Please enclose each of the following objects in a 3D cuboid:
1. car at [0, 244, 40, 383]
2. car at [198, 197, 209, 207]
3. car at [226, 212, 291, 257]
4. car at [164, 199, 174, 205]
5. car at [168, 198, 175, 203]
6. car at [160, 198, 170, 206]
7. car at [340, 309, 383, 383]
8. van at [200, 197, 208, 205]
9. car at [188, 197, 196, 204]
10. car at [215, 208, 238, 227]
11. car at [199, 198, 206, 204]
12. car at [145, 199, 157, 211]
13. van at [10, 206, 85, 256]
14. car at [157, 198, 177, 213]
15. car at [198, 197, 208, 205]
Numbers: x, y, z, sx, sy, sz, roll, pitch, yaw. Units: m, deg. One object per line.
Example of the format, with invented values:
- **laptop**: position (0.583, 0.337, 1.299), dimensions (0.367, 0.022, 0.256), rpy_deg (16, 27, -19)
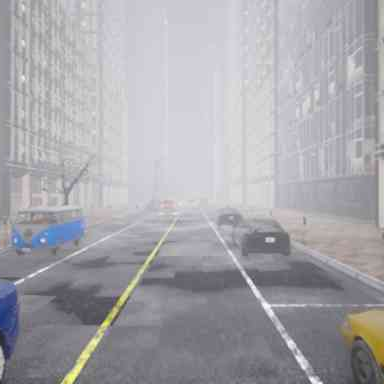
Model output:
- **car**: position (-3.100, 1.502, 2.144), dimensions (1.882, 1.535, 5.008), rpy_deg (0, -1, 0)
- **car**: position (2.360, 2.098, 65.215), dimensions (1.801, 1.575, 5.366), rpy_deg (0, -1, 0)
- **car**: position (2.689, 1.708, 13.510), dimensions (1.947, 1.339, 4.313), rpy_deg (0, -1, 0)
- **car**: position (-5.681, 2.338, 81.892), dimensions (2.008, 1.369, 4.403), rpy_deg (0, -1, 0)
- **car**: position (-5.679, 2.406, 93.118), dimensions (1.752, 1.417, 4.829), rpy_deg (0, 0, 0)
- **car**: position (-5.683, 2.128, 70.496), dimensions (1.967, 1.590, 4.097), rpy_deg (0, -1, 0)
- **car**: position (2.687, 1.551, 2.284), dimensions (1.752, 1.417, 4.829), rpy_deg (0, -1, 0)
- **van**: position (2.698, 2.079, 76.190), dimensions (1.690, 1.788, 3.998), rpy_deg (0, 0, 0)
- **car**: position (0.013, 2.260, 83.043), dimensions (1.895, 1.301, 4.718), rpy_deg (0, 0, 0)
- **car**: position (2.690, 1.823, 24.905), dimensions (1.947, 1.339, 4.313), rpy_deg (0, -1, 0)
- **car**: position (2.701, 2.362, 87.756), dimensions (1.752, 1.417, 4.829), rpy_deg (0, 0, 0)
- **car**: position (-5.686, 2.025, 47.702), dimensions (1.887, 1.381, 4.507), rpy_deg (0, -1, 0)
- **van**: position (-5.693, 1.484, 13.517), dimensions (1.690, 1.788, 3.998), rpy_deg (0, -1, 0)
- **car**: position (-3.079, 1.801, 44.564), dimensions (2.097, 1.767, 4.553), rpy_deg (0, 0, 0)
- **car**: position (2.699, 2.102, 81.889), dimensions (2.192, 1.841, 5.009), rpy_deg (0, 0, 0)
